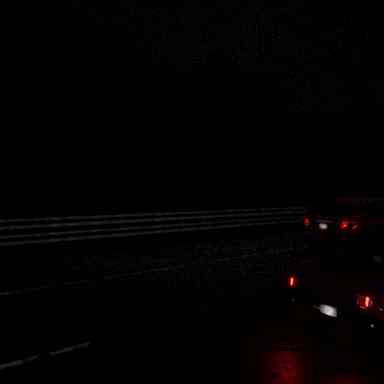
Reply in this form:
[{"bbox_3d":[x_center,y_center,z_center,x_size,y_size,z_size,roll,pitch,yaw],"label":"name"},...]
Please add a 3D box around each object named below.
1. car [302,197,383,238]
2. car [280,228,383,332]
[{"bbox_3d":[6.576,1.211,12.742,5.566,2.045,2.150,-1,0,-36],"label":"car"},{"bbox_3d":[3.986,1.604,6.590,4.718,1.301,1.895,0,0,-35],"label":"car"}]
